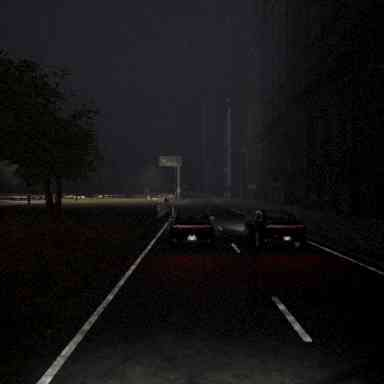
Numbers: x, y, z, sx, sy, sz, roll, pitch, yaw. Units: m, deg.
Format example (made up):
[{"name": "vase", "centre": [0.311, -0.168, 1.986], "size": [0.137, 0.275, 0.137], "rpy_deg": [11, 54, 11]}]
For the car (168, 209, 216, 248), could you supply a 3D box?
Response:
[{"name": "car", "centre": [0.001, 1.492, 14.651], "size": [2.128, 1.511, 4.902], "rpy_deg": [0, 0, 0]}]

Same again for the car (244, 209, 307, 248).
[{"name": "car", "centre": [3.500, 1.492, 14.650], "size": [2.128, 1.511, 4.902], "rpy_deg": [0, 0, 0]}]
